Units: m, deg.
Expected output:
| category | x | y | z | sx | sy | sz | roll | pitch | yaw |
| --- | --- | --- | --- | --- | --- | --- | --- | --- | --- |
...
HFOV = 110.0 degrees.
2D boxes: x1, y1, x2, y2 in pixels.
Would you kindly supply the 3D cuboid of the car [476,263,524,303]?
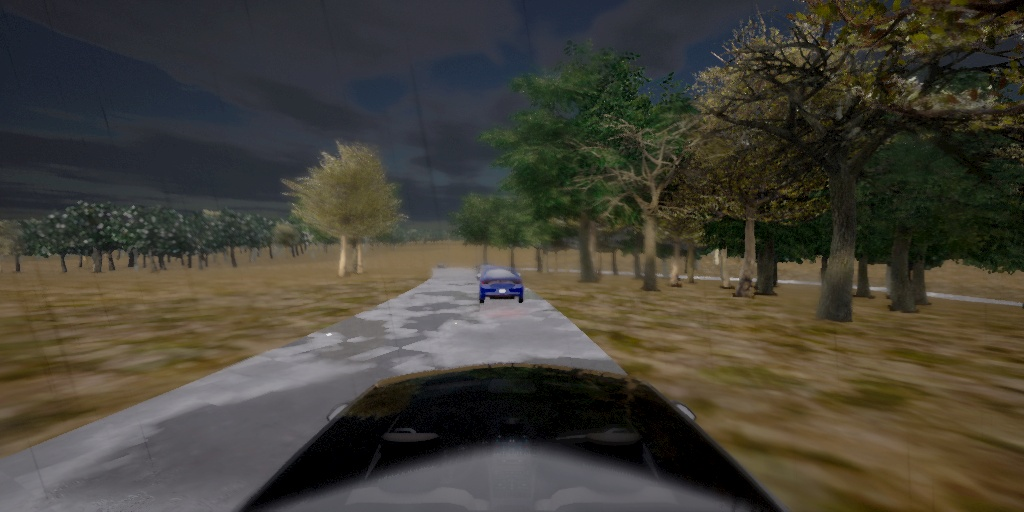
| category | x | y | z | sx | sy | sz | roll | pitch | yaw |
| --- | --- | --- | --- | --- | --- | --- | --- | --- | --- |
| car | -0.566 | 1.238 | 16.663 | 1.882 | 1.535 | 5.008 | 0 | 0 | -4 |
